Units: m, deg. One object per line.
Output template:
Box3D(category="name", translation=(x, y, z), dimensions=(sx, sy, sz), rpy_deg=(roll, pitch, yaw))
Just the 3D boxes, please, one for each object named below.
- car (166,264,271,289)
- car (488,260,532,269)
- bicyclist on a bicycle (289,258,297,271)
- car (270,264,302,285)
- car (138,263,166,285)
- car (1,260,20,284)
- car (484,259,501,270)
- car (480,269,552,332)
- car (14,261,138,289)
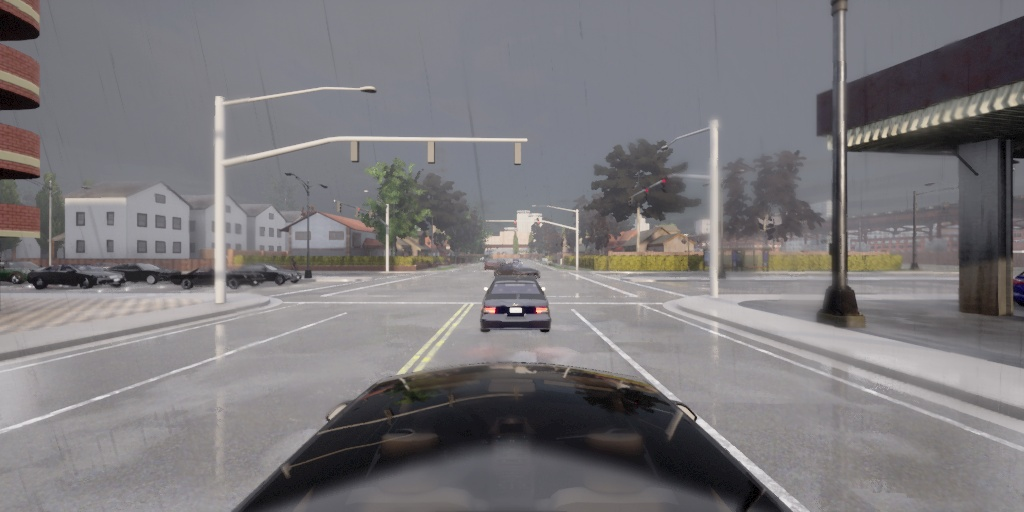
Box3D(category="car", translation=(-18.094, 1.351, 22.285), dimensions=(4.718, 1.301, 1.895), rpy_deg=(0, 0, 1))
Box3D(category="car", translation=(0.283, 1.297, 30.108), dimensions=(2.033, 1.411, 5.357), rpy_deg=(0, 0, -30))
Box3D(category="bicyclist on a bicycle", translation=(-26.527, 1.050, 43.416), dimensions=(0.582, 1.620, 1.656), rpy_deg=(0, 0, 1))
Box3D(category="car", translation=(-17.710, 1.275, 25.812), dimensions=(4.674, 1.442, 1.812), rpy_deg=(0, 0, 1))
Box3D(category="car", translation=(-26.772, 1.227, 25.935), dimensions=(5.008, 1.535, 1.882), rpy_deg=(0, 0, 1))
Box3D(category="car", translation=(-36.057, 1.102, 26.084), dimensions=(4.553, 1.767, 2.097), rpy_deg=(0, 0, 1))
Box3D(category="car", translation=(-2.846, 1.227, 49.911), dimensions=(1.882, 1.535, 5.008), rpy_deg=(0, 0, 0))
Box3D(category="car", translation=(0.085, 1.297, 10.768), dimensions=(2.033, 1.411, 5.357), rpy_deg=(0, 0, 0))
Box3D(category="car", translation=(-27.126, 1.241, 22.442), dimensions=(4.902, 1.511, 2.128), rpy_deg=(0, 0, 1))
